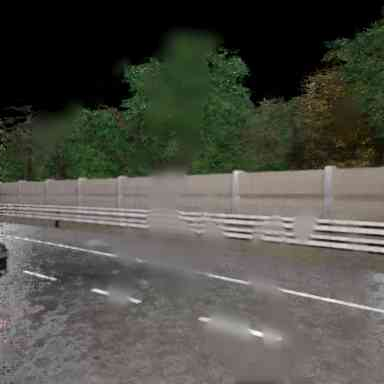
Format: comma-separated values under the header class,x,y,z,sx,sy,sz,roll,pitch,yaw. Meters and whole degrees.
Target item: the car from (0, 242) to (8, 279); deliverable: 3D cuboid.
class,x,y,z,sx,sy,sz,roll,pitch,yaw
car,-6.644,1.510,8.626,4.892,1.490,1.837,0,0,36
